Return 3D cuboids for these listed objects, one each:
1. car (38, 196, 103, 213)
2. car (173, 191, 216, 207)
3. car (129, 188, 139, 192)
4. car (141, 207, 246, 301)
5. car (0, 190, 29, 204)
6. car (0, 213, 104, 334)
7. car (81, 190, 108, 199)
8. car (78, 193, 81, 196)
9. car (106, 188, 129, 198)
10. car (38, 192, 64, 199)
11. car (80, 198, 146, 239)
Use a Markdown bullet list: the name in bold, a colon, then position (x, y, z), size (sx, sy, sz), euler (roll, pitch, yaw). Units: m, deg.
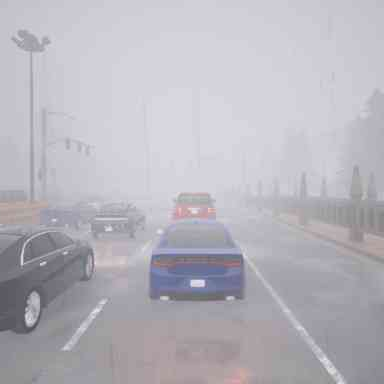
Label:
- **car**: position (-6.872, 1.218, 19.070), size (1.882, 1.535, 5.008), euler (0, 1, 0)
- **car**: position (0.121, 0.977, 18.071), size (2.150, 2.045, 5.566), euler (0, 1, 0)
- **car**: position (-13.759, 0.068, 78.158), size (2.150, 2.045, 5.566), euler (0, 1, 0)
- **car**: position (0.100, 1.383, 8.202), size (1.882, 1.535, 5.008), euler (0, 1, 0)
- **car**: position (-14.055, 0.884, 24.254), size (2.150, 2.045, 5.566), euler (0, 1, 0)
- **car**: position (-3.402, 1.434, 6.615), size (1.837, 1.490, 4.892), euler (0, 1, 0)
- **car**: position (-13.964, 0.867, 47.885), size (1.994, 1.385, 4.181), euler (0, 1, 0)
- **car**: position (-20.814, 0.569, 64.974), size (1.812, 1.442, 4.674), euler (0, 1, 0)
- **car**: position (-13.864, 0.305, 62.408), size (2.150, 2.045, 5.566), euler (0, 1, 1)
- **car**: position (-21.516, 0.750, 50.809), size (2.128, 1.511, 4.902), euler (0, 1, 10)
- **car**: position (-3.381, 1.279, 15.988), size (2.128, 1.511, 4.902), euler (0, 1, 0)
